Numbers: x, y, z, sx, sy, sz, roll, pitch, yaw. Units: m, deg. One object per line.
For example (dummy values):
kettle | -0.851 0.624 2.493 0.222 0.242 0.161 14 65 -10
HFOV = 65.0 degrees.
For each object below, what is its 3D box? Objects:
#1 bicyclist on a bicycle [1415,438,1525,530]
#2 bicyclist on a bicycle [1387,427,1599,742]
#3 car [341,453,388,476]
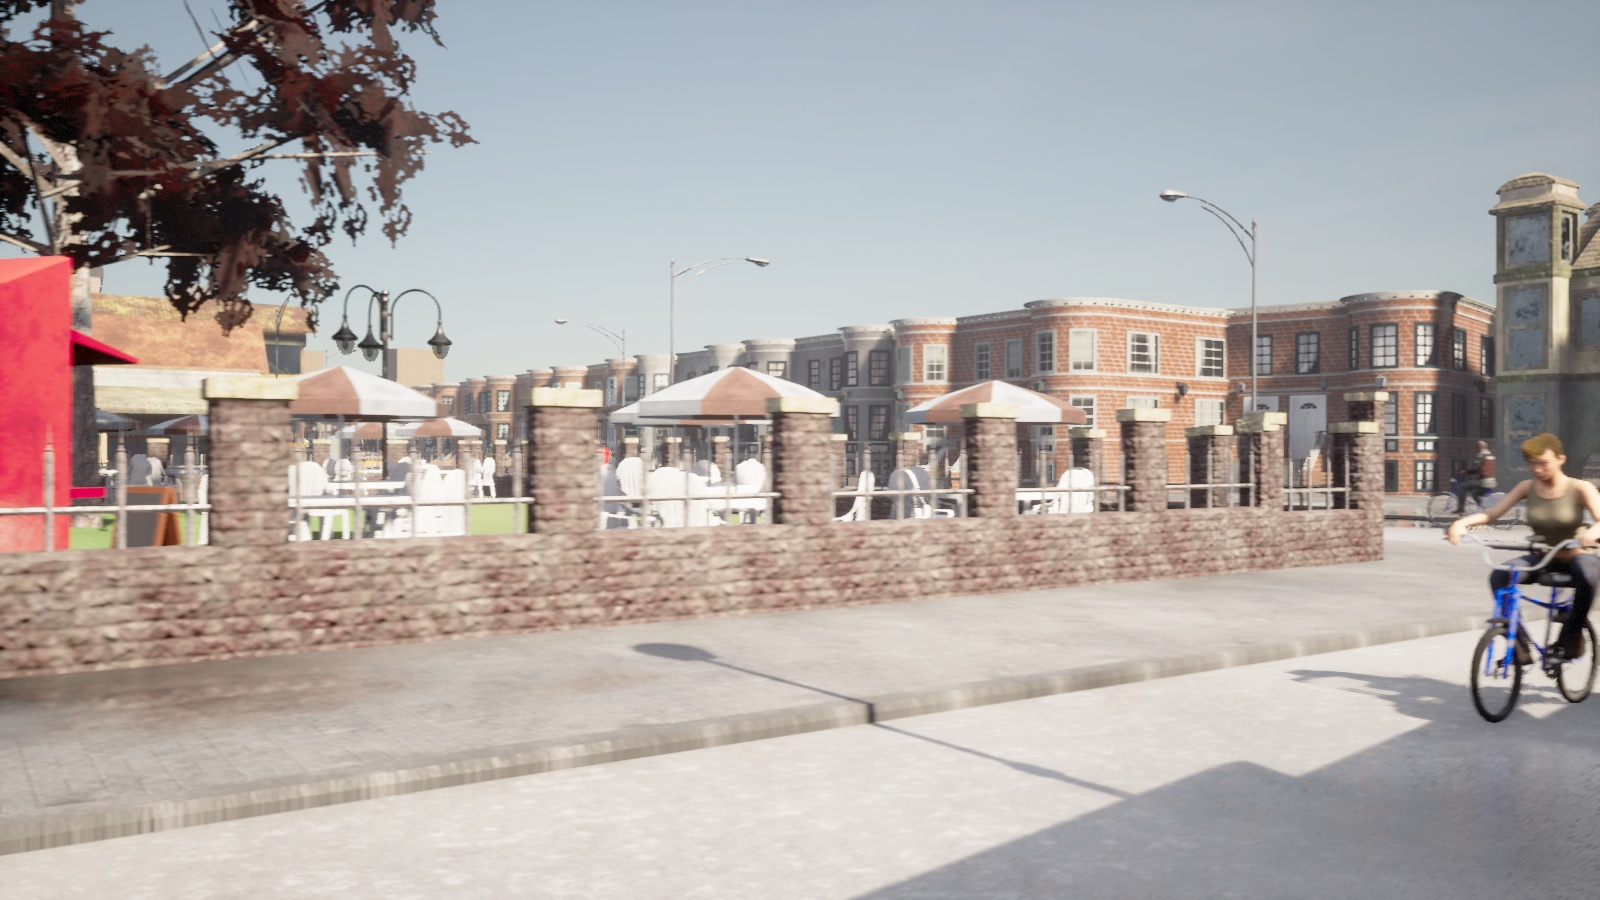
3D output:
bicyclist on a bicycle | 13.359 0.649 25.093 0.659 1.776 1.843 0 0 -33
bicyclist on a bicycle | 4.208 0.690 7.215 1.509 1.612 0.866 0 0 -35
car | -30.963 1.006 89.136 1.882 1.535 5.008 0 0 -35
